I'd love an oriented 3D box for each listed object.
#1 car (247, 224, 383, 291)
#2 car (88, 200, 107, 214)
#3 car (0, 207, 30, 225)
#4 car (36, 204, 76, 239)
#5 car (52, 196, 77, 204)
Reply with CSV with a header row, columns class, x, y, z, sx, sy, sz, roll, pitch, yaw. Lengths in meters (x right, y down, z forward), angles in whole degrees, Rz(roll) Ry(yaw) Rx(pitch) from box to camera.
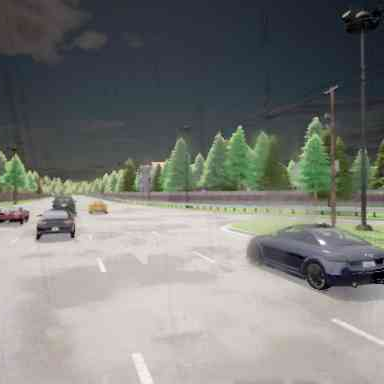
class,x,y,z,sx,sy,sz,roll,pitch,yaw
car,3.248,1.582,9.262,1.994,1.385,4.181,0,0,-20
car,-11.045,1.703,38.848,1.882,1.535,5.008,0,0,-20
car,-13.692,1.786,25.453,1.895,1.301,4.718,0,0,-20
car,-7.416,1.644,18.308,1.812,1.442,4.674,0,0,-20
car,-12.904,1.437,33.620,2.150,2.045,5.566,0,0,-20
